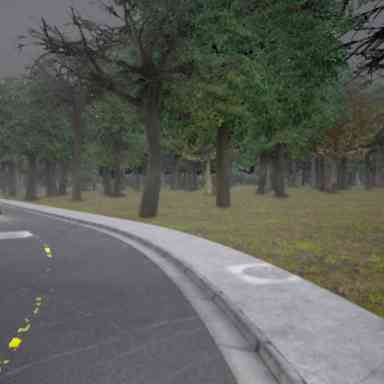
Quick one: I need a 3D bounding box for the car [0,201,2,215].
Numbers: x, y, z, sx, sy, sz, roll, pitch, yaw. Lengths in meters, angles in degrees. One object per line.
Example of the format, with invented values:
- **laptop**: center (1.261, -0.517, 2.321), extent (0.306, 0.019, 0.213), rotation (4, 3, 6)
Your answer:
- **car**: center (-15.260, 0.731, 24.092), extent (2.097, 1.767, 4.553), rotation (0, 1, -39)
